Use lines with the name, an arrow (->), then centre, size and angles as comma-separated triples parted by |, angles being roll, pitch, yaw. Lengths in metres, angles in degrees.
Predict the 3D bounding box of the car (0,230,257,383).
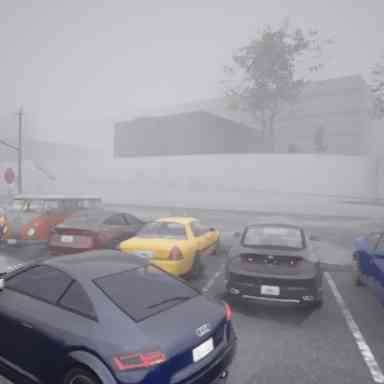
car -> -1.521, 1.502, 4.462 | 4.181, 1.385, 1.994 | 1, 1, 35

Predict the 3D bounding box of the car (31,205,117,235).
car -> -2.858, 1.378, 11.548 | 2.163, 1.488, 4.792 | 1, 0, 15

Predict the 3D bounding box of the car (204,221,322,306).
car -> 1.991, 1.443, 8.053 | 2.231, 1.521, 4.892 | 1, 0, 15

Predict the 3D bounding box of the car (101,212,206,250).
car -> -0.386, 1.393, 9.968 | 1.946, 1.575, 5.366 | 1, 0, 15

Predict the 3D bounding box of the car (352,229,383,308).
car -> 4.429, 1.491, 6.331 | 2.097, 1.535, 5.008 | 1, 0, 15

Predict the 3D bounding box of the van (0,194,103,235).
van -> -5.314, 1.076, 13.137 | 1.878, 1.987, 4.442 | 1, 0, 15
